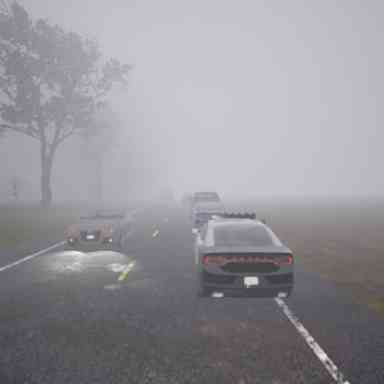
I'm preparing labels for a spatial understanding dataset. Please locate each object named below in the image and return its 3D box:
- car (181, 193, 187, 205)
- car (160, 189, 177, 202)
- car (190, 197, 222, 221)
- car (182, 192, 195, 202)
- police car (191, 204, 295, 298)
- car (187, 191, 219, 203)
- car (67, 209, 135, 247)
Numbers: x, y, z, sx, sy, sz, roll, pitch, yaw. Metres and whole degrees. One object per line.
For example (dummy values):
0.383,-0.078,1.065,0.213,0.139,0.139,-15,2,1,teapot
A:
-0.370,0.837,45.717,2.097,1.767,4.553,0,1,-1,car
-4.163,0.589,56.568,2.150,2.045,5.566,0,1,-1,car
0.979,1.264,18.327,1.882,1.535,5.008,0,1,0,car
-0.643,0.836,58.883,2.128,1.511,4.902,0,1,-1,car
1.033,1.325,8.428,1.930,1.638,5.238,0,1,0,police car
0.930,0.942,24.361,2.150,2.045,5.566,0,1,-1,car
-3.649,1.400,13.943,1.994,1.385,4.181,0,1,0,car
